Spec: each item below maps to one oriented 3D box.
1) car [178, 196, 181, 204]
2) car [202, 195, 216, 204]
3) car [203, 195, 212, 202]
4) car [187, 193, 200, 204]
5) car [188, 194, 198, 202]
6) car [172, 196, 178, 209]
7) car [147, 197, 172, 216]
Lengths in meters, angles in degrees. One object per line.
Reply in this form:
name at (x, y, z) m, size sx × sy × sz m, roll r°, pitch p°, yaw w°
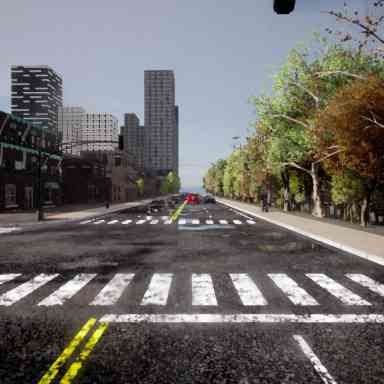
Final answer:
car at (-3.164, 1.482, 62.519) m, size 1.837 × 1.490 × 4.892 m, roll 0°, pitch 0°, yaw 1°
car at (3.482, 1.540, 63.126) m, size 1.994 × 1.385 × 4.181 m, roll 0°, pitch 0°, yaw 0°
car at (3.402, 1.471, 73.082) m, size 1.837 × 1.490 × 4.892 m, roll 0°, pitch 0°, yaw 0°
car at (0.228, 1.198, 62.214) m, size 2.150 × 2.045 × 5.566 m, roll 0°, pitch 0°, yaw 1°
car at (0.164, 1.325, 72.781) m, size 2.097 × 1.767 × 4.553 m, roll 0°, pitch 0°, yaw 0°
car at (-3.258, 1.547, 43.913) m, size 1.994 × 1.385 × 4.181 m, roll 0°, pitch 0°, yaw 0°
car at (-3.282, 1.494, 33.066) m, size 1.837 × 1.490 × 4.892 m, roll 0°, pitch 0°, yaw 0°
